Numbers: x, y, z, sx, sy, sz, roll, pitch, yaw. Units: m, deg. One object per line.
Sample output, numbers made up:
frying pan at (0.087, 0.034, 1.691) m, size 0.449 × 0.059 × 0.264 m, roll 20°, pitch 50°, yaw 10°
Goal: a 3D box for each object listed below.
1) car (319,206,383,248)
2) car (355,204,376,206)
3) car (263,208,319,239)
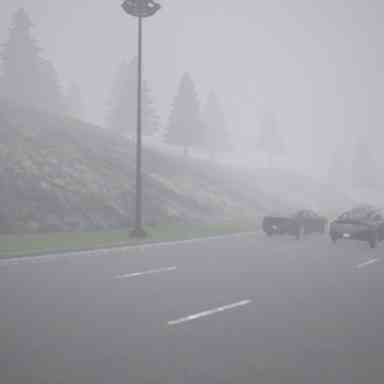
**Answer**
car at (8.241, 1.649, 15.891) m, size 2.128 × 1.511 × 4.902 m, roll 0°, pitch 0°, yaw 44°
car at (15.627, 1.803, 29.800) m, size 1.837 × 1.490 × 4.892 m, roll 0°, pitch 0°, yaw 40°
car at (5.859, 1.633, 18.469) m, size 1.882 × 1.535 × 5.008 m, roll 0°, pitch 0°, yaw 44°
